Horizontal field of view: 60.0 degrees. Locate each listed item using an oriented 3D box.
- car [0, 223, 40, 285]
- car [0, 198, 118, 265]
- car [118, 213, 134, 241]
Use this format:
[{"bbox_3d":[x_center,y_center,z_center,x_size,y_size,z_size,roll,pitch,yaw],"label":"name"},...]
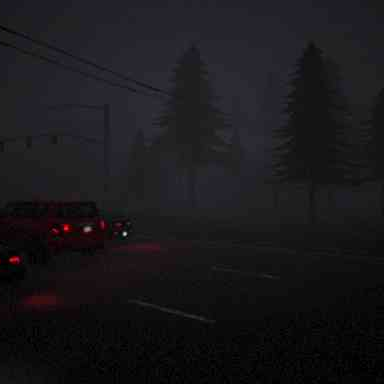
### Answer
[{"bbox_3d":[-6.334,1.563,8.229,5.357,1.411,2.033,0,0,33],"label":"car"},{"bbox_3d":[-5.508,1.242,11.869,5.566,2.045,2.150,0,0,33],"label":"car"},{"bbox_3d":[-4.929,1.528,15.635,4.892,1.490,1.837,1,0,32],"label":"car"}]
